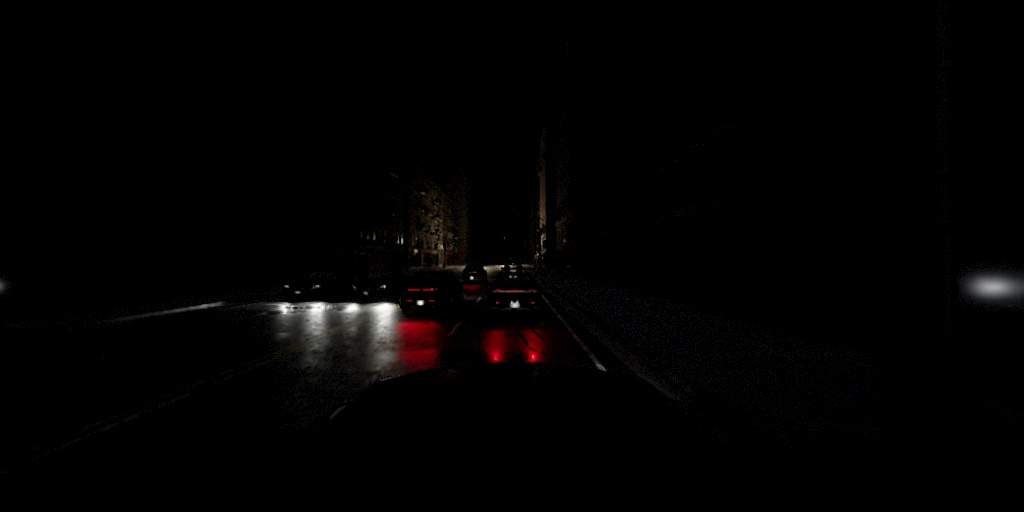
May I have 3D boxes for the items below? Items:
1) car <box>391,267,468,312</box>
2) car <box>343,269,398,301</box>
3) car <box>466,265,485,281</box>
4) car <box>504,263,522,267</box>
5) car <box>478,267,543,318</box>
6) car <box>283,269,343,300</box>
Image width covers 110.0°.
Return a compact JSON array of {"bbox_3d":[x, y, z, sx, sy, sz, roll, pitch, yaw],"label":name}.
[{"bbox_3d":[-3.150,1.366,14.774,1.837,1.490,4.892,0,0,0],"label":"car"},{"bbox_3d":[-6.597,1.415,18.510,1.812,1.442,4.674,0,0,0],"label":"car"},{"bbox_3d":[-3.147,1.487,30.611,1.837,1.490,4.892,0,-1,0],"label":"car"},{"bbox_3d":[0.102,1.332,30.278,2.097,1.767,4.553,0,0,0],"label":"car"},{"bbox_3d":[0.098,1.342,13.596,2.128,1.511,4.902,0,0,0],"label":"car"},{"bbox_3d":[-9.848,1.418,18.802,1.812,1.442,4.674,0,0,0],"label":"car"}]
